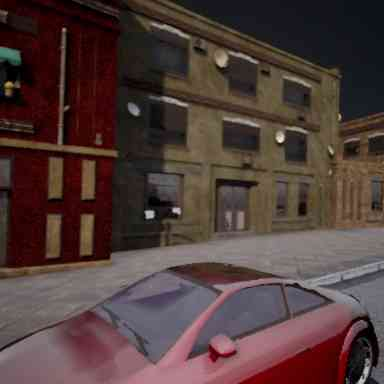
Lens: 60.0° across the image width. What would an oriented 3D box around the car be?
[{"bbox_3d":[0.059,1.517,3.408,4.181,1.385,1.994,-2,1,-36],"label":"car"}]
